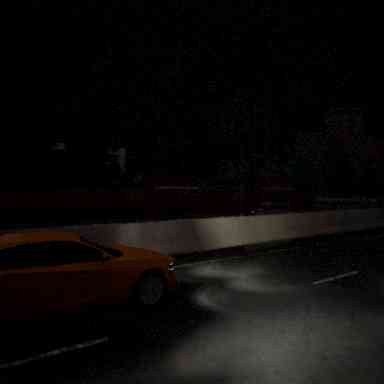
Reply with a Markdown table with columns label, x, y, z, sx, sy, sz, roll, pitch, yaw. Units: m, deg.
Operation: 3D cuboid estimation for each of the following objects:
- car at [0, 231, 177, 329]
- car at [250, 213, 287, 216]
| label | x | y | z | sx | sy | sz | roll | pitch | yaw |
| --- | --- | --- | --- | --- | --- | --- | --- | --- | --- |
| car | -2.623 | 1.477 | 6.184 | 5.008 | 1.535 | 1.882 | 0 | 0 | -35 |
| car | 7.264 | 1.504 | 30.639 | 4.674 | 1.442 | 1.812 | 0 | 0 | -36 |
